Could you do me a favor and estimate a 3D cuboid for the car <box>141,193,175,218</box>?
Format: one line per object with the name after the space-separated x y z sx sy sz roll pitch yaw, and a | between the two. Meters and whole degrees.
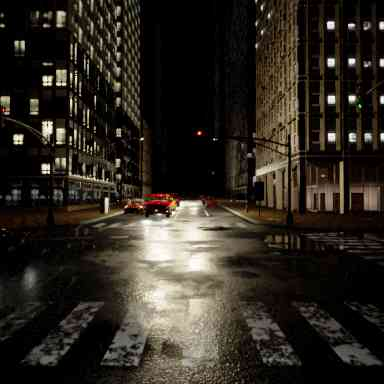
-3.051 1.233 31.125 2.150 2.045 5.566 0 0 0 | car

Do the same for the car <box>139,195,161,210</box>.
-5.609 1.332 44.947 2.192 1.841 5.009 1 0 0 | car

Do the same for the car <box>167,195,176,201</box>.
-5.552 1.587 89.548 2.008 1.369 4.403 1 0 0 | car

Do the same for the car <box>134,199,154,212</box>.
-5.623 1.597 39.371 1.802 1.307 4.206 1 0 0 | car

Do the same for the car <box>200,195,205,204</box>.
2.783 1.547 56.322 1.752 1.417 4.829 1 0 0 | car

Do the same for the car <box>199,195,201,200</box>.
2.789 1.590 61.730 1.947 1.339 4.313 1 0 0 | car

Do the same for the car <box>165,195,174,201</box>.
-5.560 1.578 83.972 1.887 1.381 4.507 1 0 0 | car

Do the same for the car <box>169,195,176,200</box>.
-5.545 1.605 95.123 1.947 1.339 4.313 1 0 0 | car

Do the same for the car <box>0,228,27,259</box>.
-7.921 1.464 11.170 5.008 1.535 1.882 1 -1 20 | car

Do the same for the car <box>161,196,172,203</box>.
-5.575 1.573 72.822 1.887 1.381 4.507 1 0 0 | car

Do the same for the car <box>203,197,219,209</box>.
2.765 1.599 44.997 1.802 1.307 4.206 1 0 0 | car

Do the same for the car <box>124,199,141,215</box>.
-5.627 1.453 33.796 1.967 1.590 4.097 1 0 0 | car

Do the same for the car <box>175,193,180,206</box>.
-3.019 1.241 52.051 2.150 2.045 5.566 0 0 0 | car

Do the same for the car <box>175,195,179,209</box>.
-3.040 1.493 41.552 1.882 1.535 5.008 0 0 0 | car
